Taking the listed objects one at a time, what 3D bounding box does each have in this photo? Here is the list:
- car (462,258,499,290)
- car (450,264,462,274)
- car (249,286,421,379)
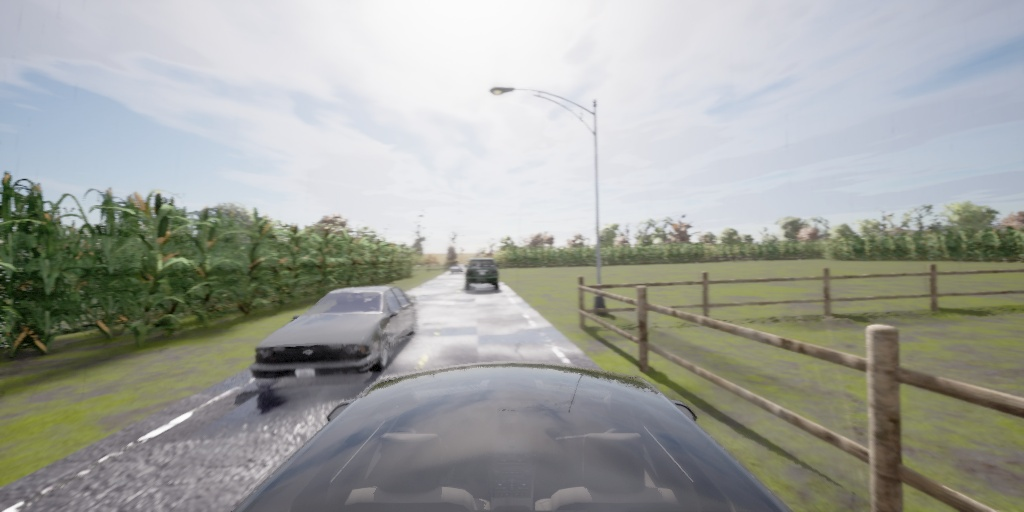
[{"bbox_3d":[-2.069,1.141,24.522,2.150,2.045,5.566,-1,0,-6],"label":"car"},{"bbox_3d":[-7.324,1.740,48.502,1.895,1.301,4.718,-1,0,-6],"label":"car"},{"bbox_3d":[-3.343,1.405,8.094,2.033,1.411,5.357,-1,0,-4],"label":"car"}]
